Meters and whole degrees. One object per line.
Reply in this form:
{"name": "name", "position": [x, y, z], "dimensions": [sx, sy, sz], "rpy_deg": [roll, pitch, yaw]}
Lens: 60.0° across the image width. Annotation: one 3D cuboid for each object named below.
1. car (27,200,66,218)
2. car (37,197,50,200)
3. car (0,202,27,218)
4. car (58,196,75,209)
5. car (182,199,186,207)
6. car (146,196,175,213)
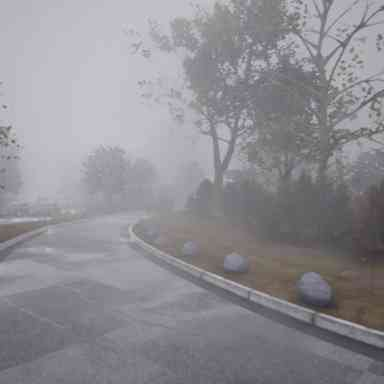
{"name": "car", "position": [-15.134, 1.852, 34.926], "dimensions": [1.837, 1.490, 4.892], "rpy_deg": [0, -1, -5]}
{"name": "car", "position": [-23.467, 1.773, 52.665], "dimensions": [2.150, 2.045, 5.566], "rpy_deg": [0, 0, -28]}
{"name": "car", "position": [-18.340, 1.855, 34.684], "dimensions": [1.837, 1.490, 4.892], "rpy_deg": [1, -1, -5]}
{"name": "car", "position": [-20.604, 1.745, 54.203], "dimensions": [2.150, 2.045, 5.566], "rpy_deg": [0, 0, -28]}
{"name": "car", "position": [-0.130, 1.736, 55.343], "dimensions": [2.128, 1.511, 4.902], "rpy_deg": [0, 1, 21]}
{"name": "car", "position": [-4.123, 1.588, 43.927], "dimensions": [2.150, 2.045, 5.566], "rpy_deg": [0, 1, 18]}
